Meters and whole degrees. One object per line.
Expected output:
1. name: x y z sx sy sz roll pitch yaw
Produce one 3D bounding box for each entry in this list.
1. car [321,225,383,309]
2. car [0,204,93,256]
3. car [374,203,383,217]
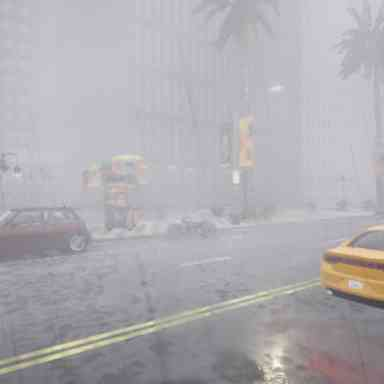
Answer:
1. car: 4.881 1.446 7.264 5.008 1.535 1.882 -1 0 -36
2. car: -6.051 1.354 11.960 4.553 1.767 2.185 0 0 -36
3. car: 17.828 1.359 29.068 4.892 1.521 2.231 0 0 -36
